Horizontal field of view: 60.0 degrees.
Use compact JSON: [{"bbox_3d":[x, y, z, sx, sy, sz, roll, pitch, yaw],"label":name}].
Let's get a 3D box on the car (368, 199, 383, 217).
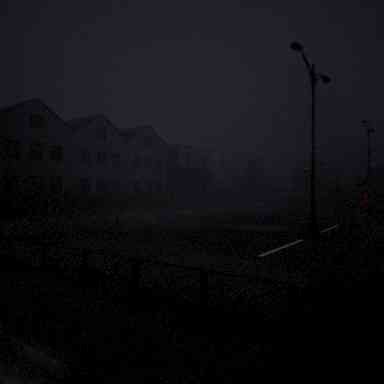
[{"bbox_3d":[15.494,1.298,26.768,2.007,1.523,4.514,0,0,35],"label":"car"}]
